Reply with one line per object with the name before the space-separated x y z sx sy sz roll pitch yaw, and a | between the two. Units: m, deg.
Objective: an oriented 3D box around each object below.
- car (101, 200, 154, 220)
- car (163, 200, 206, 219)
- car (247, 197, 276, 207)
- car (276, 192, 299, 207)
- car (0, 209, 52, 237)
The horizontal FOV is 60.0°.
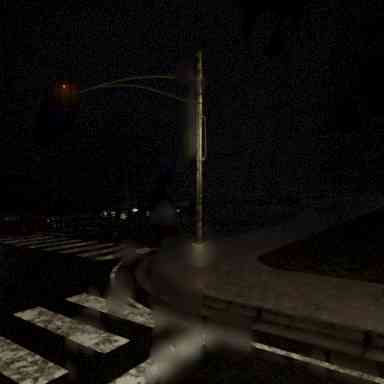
car | -5.208 1.439 27.323 1.837 1.490 4.892 0 0 35
car | -0.522 1.438 28.364 1.812 1.442 4.674 0 0 35
car | 9.959 1.405 48.978 2.033 1.411 5.357 0 0 35
car | 13.950 1.069 48.984 2.150 2.045 5.566 0 0 35
car | -9.405 1.516 15.625 2.033 1.411 5.357 0 0 35
